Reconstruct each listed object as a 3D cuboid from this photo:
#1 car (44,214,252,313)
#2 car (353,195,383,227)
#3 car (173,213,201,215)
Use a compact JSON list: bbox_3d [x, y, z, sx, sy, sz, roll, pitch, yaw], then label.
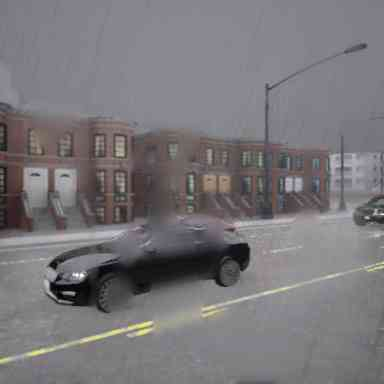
[{"bbox_3d":[-0.761,1.492,7.751,4.902,1.511,2.128,0,0,-36],"label":"car"},{"bbox_3d":[12.847,1.220,21.699,5.566,2.045,2.150,0,0,-35],"label":"car"},{"bbox_3d":[-0.329,1.526,12.359,4.674,1.442,1.812,0,0,-35],"label":"car"}]
